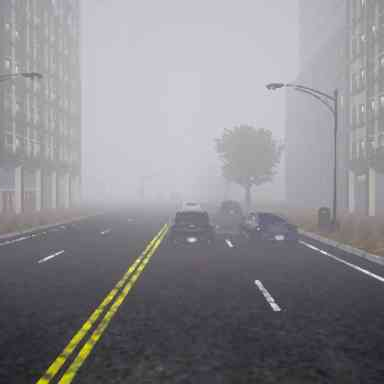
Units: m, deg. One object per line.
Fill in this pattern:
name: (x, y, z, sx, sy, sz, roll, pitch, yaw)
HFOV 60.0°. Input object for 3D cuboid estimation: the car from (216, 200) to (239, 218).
car: (3.250, 1.468, 29.652, 1.882, 1.535, 5.008, 0, 0, 0)

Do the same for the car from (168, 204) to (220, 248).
car: (0.000, 1.509, 14.652, 1.837, 1.490, 4.892, 0, 0, 0)

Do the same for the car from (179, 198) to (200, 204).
car: (0.000, 1.516, 29.652, 1.812, 1.442, 4.674, 0, 0, 0)

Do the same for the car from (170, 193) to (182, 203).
car: (-3.257, 1.179, 68.017, 2.150, 2.045, 5.566, 0, 1, 0)

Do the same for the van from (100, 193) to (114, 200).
van: (-22.651, 1.079, 87.498, 3.998, 1.788, 1.690, 0, 0, 1)

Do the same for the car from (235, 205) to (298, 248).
car: (3.250, 1.526, 14.652, 1.812, 1.442, 4.674, 0, 0, 0)

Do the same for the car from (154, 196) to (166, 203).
car: (-6.503, 1.457, 68.032, 1.812, 1.442, 4.674, 0, 0, 0)

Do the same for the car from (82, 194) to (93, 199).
car: (-28.190, 1.257, 87.545, 4.507, 1.381, 1.887, 0, 0, 1)
